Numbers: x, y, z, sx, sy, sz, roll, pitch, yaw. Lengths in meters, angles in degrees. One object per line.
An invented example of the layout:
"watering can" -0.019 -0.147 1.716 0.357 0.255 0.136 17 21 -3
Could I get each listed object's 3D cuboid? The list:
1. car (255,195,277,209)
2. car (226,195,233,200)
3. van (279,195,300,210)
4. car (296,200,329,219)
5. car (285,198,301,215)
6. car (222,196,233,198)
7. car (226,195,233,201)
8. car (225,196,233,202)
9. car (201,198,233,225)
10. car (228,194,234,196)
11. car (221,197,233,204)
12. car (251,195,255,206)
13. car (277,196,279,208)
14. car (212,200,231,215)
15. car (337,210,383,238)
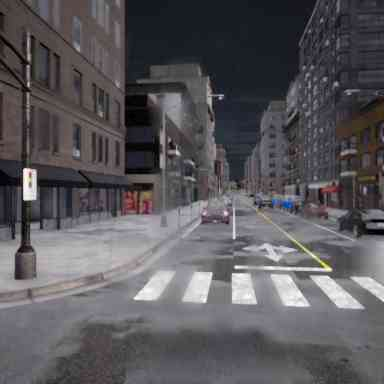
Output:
"car" 9.873 1.511 44.734 1.837 1.490 4.892 0 0 8
"car" 10.742 1.616 95.022 1.947 1.339 4.313 0 0 7
"van" 11.799 1.347 39.341 1.690 1.788 3.998 0 0 7
"car" 10.418 1.584 28.407 1.802 1.307 4.206 0 0 7
"car" 11.108 1.569 33.874 1.947 1.339 4.313 0 0 7
"car" 3.837 1.546 40.347 2.008 1.369 4.403 0 0 7
"car" 10.051 1.590 89.554 1.887 1.381 4.507 0 0 7
"car" 8.670 1.616 78.619 1.802 1.307 4.206 0 0 7
"car" 1.766 1.431 23.945 1.967 1.590 4.097 0 0 7
"car" 5.217 1.444 51.281 1.967 1.590 4.097 0 0 7
"car" 6.598 1.567 62.216 2.008 1.369 4.403 0 0 7
"car" 11.131 1.617 55.101 1.895 1.301 4.718 0 0 7
"car" 12.489 1.560 44.809 2.008 1.369 4.403 0 0 7
"car" 3.146 1.575 34.879 1.802 1.307 4.206 0 0 7
"car" 9.037 1.568 17.471 1.947 1.339 4.313 0 0 7
